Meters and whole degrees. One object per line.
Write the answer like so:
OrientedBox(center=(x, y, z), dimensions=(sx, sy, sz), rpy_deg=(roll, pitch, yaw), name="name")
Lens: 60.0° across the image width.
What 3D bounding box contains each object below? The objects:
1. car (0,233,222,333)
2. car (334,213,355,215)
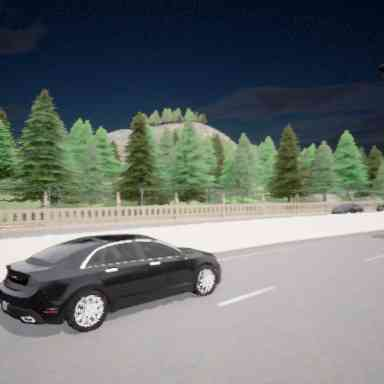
OrientedBox(center=(-1.370, 1.667, 7.257), dimensions=(4.892, 1.490, 1.837), rpy_deg=(1, -2, -44), name="car")
OrientedBox(center=(18.403, 2.120, 39.152), dimensions=(4.892, 1.490, 1.837), rpy_deg=(0, -1, -33), name="car")
